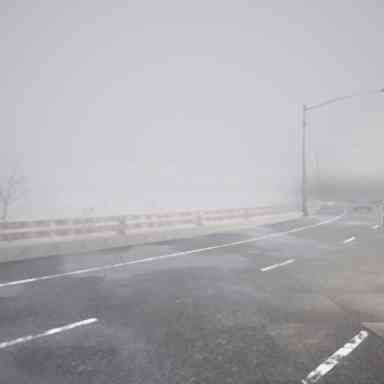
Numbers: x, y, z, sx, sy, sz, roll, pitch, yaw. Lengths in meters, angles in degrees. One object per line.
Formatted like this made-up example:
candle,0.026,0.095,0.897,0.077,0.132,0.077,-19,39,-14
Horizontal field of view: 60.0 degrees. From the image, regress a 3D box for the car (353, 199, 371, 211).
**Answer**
car,21.340,1.630,41.817,2.033,1.411,5.357,0,0,23
